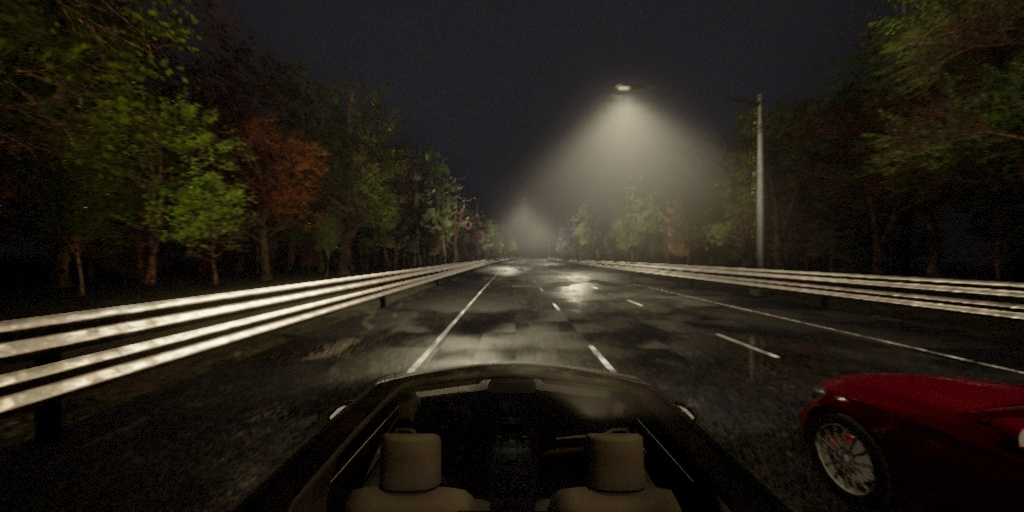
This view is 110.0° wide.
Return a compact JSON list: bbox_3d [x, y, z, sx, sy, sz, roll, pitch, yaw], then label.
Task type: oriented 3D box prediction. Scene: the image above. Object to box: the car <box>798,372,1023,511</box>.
[{"bbox_3d":[3.601,1.276,1.386,1.812,1.442,4.674,0,0,0],"label":"car"}]
